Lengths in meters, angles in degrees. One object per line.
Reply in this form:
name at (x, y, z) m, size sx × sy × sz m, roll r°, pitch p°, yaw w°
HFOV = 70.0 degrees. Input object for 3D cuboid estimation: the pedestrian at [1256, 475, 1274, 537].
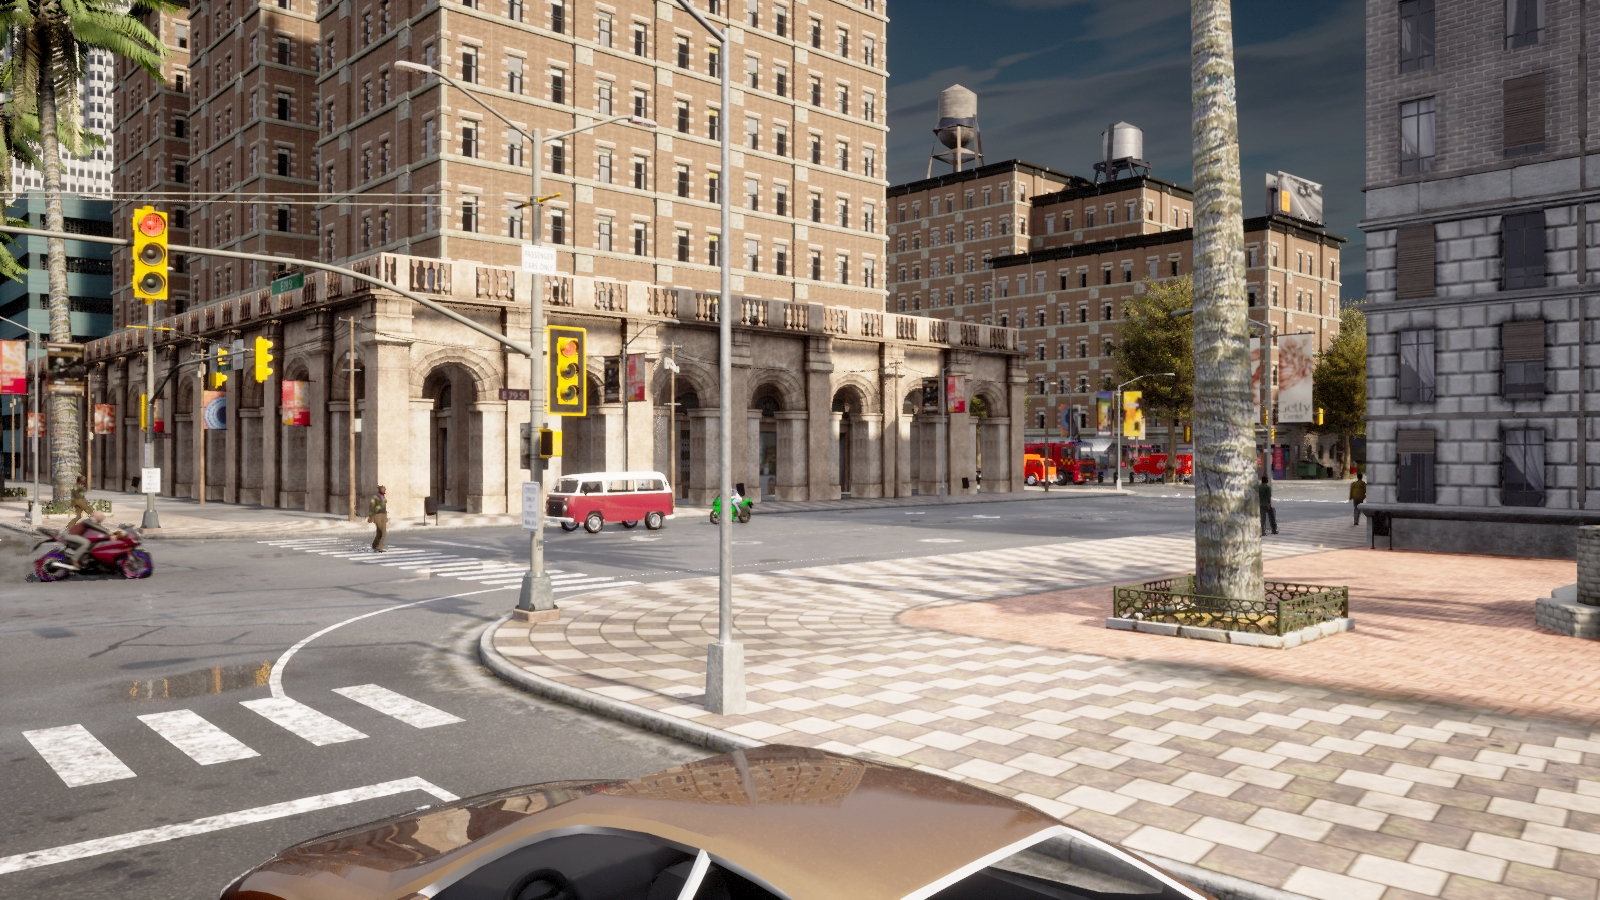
pedestrian at (14.118, 1.697, 34.688) m, size 0.375 × 1.860 × 0.375 m, roll 0°, pitch 0°, yaw -42°

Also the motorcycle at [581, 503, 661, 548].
motorcycle at (-5.278, 2.205, 33.661) m, size 2.209 × 1.251 × 0.867 m, roll 0°, pitch -1°, yaw -20°

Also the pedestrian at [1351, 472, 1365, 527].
pedestrian at (19.271, 1.696, 39.463) m, size 0.375 × 1.860 × 0.375 m, roll 0°, pitch 0°, yaw 40°

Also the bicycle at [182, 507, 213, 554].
bicycle at (-16.695, 2.206, 31.650) m, size 0.373 × 1.196 × 1.643 m, roll 0°, pitch 0°, yaw -42°

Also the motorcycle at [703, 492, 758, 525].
motorcycle at (-2.608, 2.213, 43.140) m, size 2.033 × 1.145 × 0.803 m, roll 0°, pitch 0°, yaw -43°

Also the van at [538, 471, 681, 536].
van at (-6.553, 1.783, 39.554) m, size 4.480 × 2.038 × 2.069 m, roll 0°, pitch 0°, yaw -42°

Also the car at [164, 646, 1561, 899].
car at (-0.308, 1.992, 4.309) m, size 5.027 × 1.651 × 2.152 m, roll 0°, pitch 0°, yaw 42°

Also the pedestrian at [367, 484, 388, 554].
pedestrian at (-11.395, 1.849, 30.798) m, size 0.375 × 1.860 × 0.375 m, roll 0°, pitch 0°, yaw 30°

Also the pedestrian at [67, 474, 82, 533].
pedestrian at (-23.230, 1.696, 36.593) m, size 0.375 × 1.860 × 0.375 m, roll 0°, pitch 0°, yaw -27°
